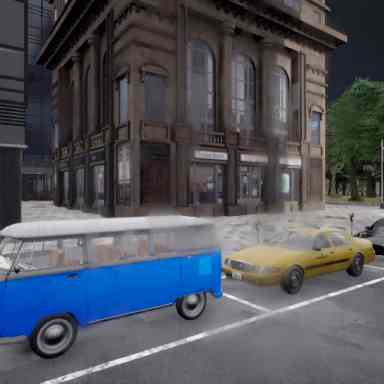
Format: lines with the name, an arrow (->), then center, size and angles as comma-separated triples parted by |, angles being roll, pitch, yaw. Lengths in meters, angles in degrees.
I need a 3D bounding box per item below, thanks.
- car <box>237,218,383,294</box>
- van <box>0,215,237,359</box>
car -> 2.954, 1.526, 8.750 | 4.829, 1.417, 1.752 | 0, 0, -35
van -> -1.337, 1.341, 5.695 | 3.998, 1.788, 1.690 | 0, 0, -35
